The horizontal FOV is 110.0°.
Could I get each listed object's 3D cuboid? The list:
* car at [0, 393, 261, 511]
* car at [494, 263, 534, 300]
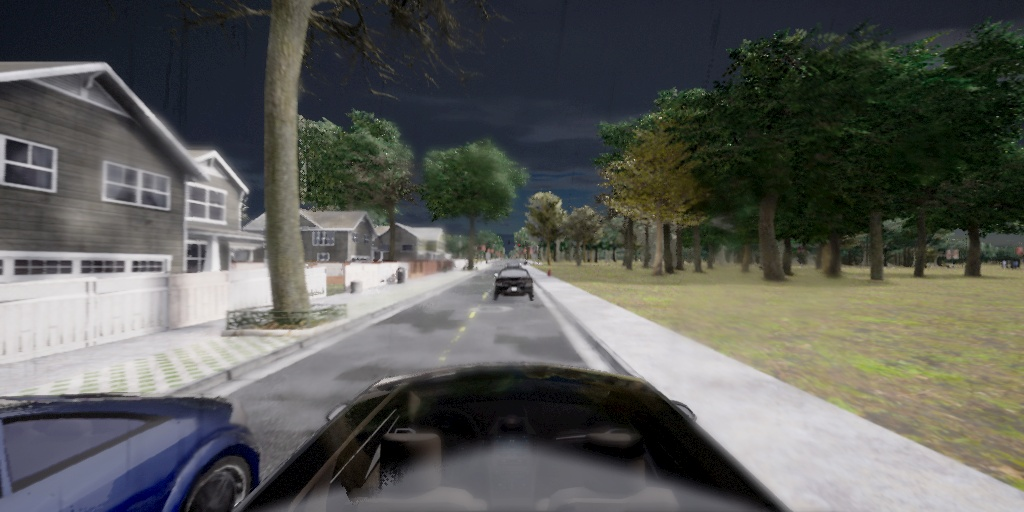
[{"bbox_3d":[-2.851,1.309,0.925,1.994,1.385,4.181,0,0,0],"label":"car"},{"bbox_3d":[0.103,1.318,18.335,1.882,1.535,5.008,0,0,0],"label":"car"}]
